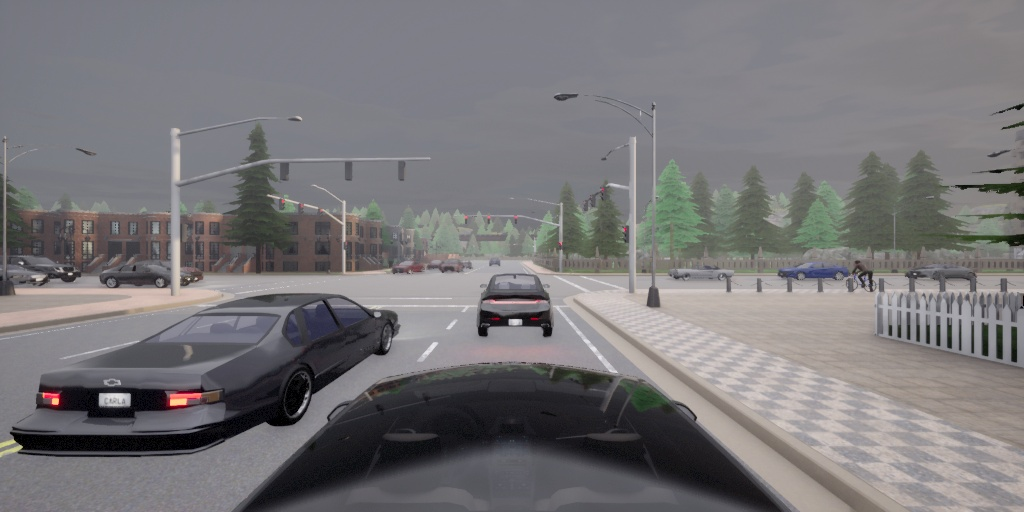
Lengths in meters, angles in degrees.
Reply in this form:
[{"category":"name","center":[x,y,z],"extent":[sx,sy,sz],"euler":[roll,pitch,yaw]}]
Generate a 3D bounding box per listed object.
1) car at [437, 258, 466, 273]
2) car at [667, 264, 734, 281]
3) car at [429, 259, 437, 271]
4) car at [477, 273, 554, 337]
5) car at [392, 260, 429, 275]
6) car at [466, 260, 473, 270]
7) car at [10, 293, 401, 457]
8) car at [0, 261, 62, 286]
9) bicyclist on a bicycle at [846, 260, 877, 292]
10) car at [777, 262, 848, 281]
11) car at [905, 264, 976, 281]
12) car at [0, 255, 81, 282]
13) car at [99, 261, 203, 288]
[{"category":"car","center":[-7.069,1.102,42.414],"extent":[2.097,1.767,4.553],"euler":[0,0,0]},{"category":"car","center":[15.572,1.351,29.764],"extent":[4.718,1.301,1.895],"euler":[0,0,0]},{"category":"car","center":[-10.574,1.228,50.835],"extent":[1.882,1.535,5.008],"euler":[0,0,0]},{"category":"car","center":[0.084,1.242,10.296],"extent":[2.128,1.511,4.902],"euler":[0,0,0]},{"category":"car","center":[-11.126,1.227,38.860],"extent":[1.882,1.535,5.008],"euler":[0,0,10]},{"category":"car","center":[-7.056,1.314,53.822],"extent":[1.994,1.385,4.181],"euler":[0,0,1]},{"category":"car","center":[-3.435,1.297,5.629],"extent":[2.033,1.411,5.357],"euler":[0,0,0]},{"category":"car","center":[-32.546,1.242,22.682],"extent":[4.902,1.511,2.128],"euler":[0,0,-4]},{"category":"bicyclist on a bicycle","center":[18.255,1.052,18.777],"extent":[0.582,1.620,1.656],"euler":[0,0,0]},{"category":"car","center":[24.862,1.228,29.749],"extent":[5.008,1.535,1.882],"euler":[0,0,0]},{"category":"car","center":[35.411,1.314,29.723],"extent":[4.181,1.385,1.994],"euler":[0,0,1]},{"category":"car","center":[-35.162,0.971,26.009],"extent":[5.566,2.045,2.150],"euler":[0,0,-6]},{"category":"car","center":[-23.181,1.255,22.918],"extent":[4.892,1.490,1.837],"euler":[0,0,-3]}]
